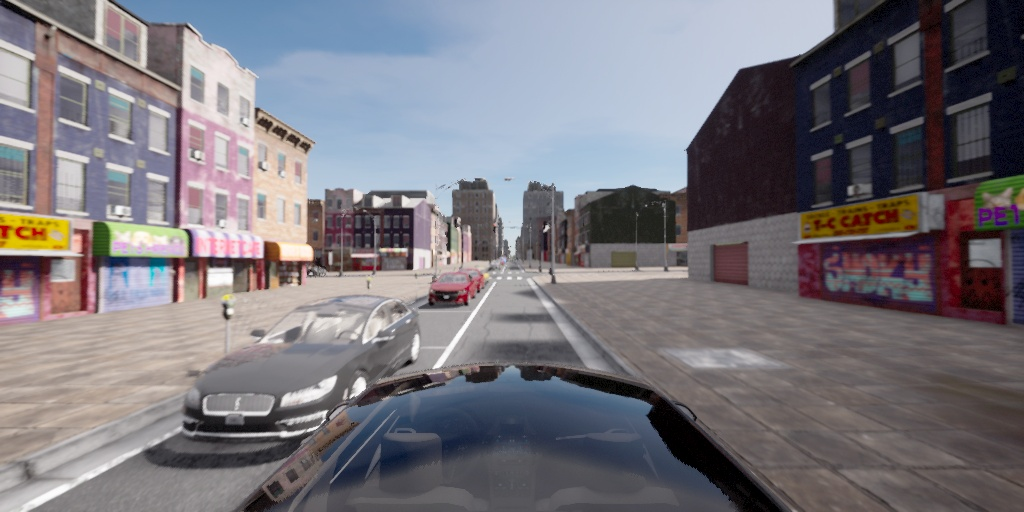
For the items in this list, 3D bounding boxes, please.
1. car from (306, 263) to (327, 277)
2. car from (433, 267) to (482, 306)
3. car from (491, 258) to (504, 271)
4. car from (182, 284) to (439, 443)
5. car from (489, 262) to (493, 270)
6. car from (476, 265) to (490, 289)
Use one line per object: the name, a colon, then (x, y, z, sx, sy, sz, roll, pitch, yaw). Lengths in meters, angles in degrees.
car: (-23.194, 1.557, 39.914, 4.553, 1.767, 2.097, -1, -1, 0)
car: (-2.643, 1.418, 16.660, 1.888, 1.381, 4.507, 0, 0, 0)
car: (-2.657, 1.472, 54.836, 2.007, 1.370, 4.403, 0, 0, 0)
car: (-2.639, 1.340, 5.585, 2.007, 1.370, 4.403, 0, 0, 0)
car: (-2.647, 1.440, 27.563, 1.751, 1.417, 4.829, 0, 0, 0)
car: (-2.645, 1.444, 22.196, 1.888, 1.381, 4.507, 0, 0, 0)
